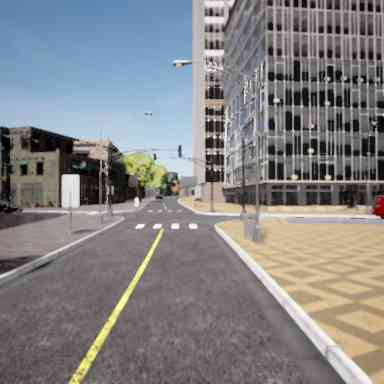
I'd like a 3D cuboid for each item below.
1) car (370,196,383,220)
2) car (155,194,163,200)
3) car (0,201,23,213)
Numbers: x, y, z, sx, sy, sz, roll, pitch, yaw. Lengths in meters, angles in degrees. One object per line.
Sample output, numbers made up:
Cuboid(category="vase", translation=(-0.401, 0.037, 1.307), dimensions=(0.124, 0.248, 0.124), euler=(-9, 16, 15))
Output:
Cuboid(category="car", translation=(15.802, 1.202, 24.214), dimensions=(5.009, 1.841, 2.192), euler=(0, -1, 18))
Cuboid(category="car", translation=(-8.129, 1.287, 83.156), dimensions=(1.837, 1.490, 4.892), euler=(0, 0, -3))
Cuboid(category="car", translation=(-20.504, 1.662, 36.169), dimensions=(4.313, 1.339, 1.947), euler=(0, -1, 18))
